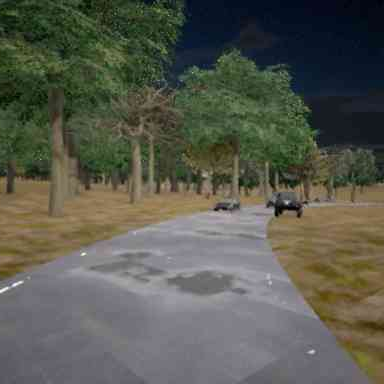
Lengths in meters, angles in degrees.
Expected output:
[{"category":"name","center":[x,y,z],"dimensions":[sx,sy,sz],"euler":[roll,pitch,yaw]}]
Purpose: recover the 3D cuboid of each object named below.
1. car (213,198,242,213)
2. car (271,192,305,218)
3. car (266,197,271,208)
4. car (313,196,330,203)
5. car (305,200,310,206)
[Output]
[{"category":"car","center":[3.783,1.351,34.508],"dimensions":[2.033,1.411,5.357],"euler":[1,0,22]},{"category":"car","center":[8.714,0.989,29.903],"dimensions":[2.150,2.045,5.566],"euler":[1,0,20]},{"category":"car","center":[11.586,1.245,44.272],"dimensions":[2.097,1.767,4.553],"euler":[1,1,32]},{"category":"car","center":[26.834,1.570,68.869],"dimensions":[1.994,1.385,4.181],"euler":[2,1,44]},{"category":"car","center":[17.300,1.567,53.393],"dimensions":[1.895,1.301,4.718],"euler":[2,1,38]}]
